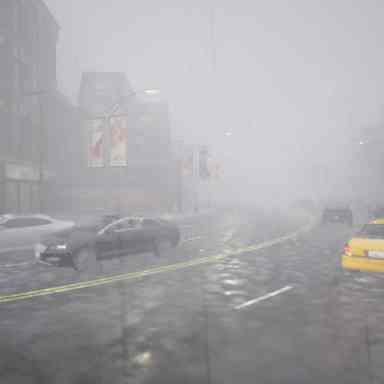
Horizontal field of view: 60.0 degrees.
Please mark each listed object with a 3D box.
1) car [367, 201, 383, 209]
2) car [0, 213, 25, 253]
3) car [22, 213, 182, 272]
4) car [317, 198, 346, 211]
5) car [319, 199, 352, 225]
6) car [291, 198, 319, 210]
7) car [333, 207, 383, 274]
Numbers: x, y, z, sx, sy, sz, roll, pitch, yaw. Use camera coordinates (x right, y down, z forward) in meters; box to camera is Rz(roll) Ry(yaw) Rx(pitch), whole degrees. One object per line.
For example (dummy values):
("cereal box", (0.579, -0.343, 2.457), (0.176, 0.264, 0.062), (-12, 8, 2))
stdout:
("car", (14.702, 1.494, 25.468), (1.837, 1.490, 4.892), (0, 0, 20))
("car", (-6.473, 1.512, 12.012), (4.674, 1.442, 1.812), (0, 0, -41))
("car", (-2.529, 1.481, 10.931), (4.902, 1.511, 2.128), (0, 0, -44))
("car", (17.585, 1.542, 42.217), (1.994, 1.385, 4.181), (0, 0, 1))
("car", (10.363, 1.466, 23.843), (1.882, 1.535, 5.008), (0, 0, 23))
("car", (14.131, 1.480, 42.728), (1.837, 1.490, 4.892), (0, 0, 1))
("car", (5.982, 1.452, 9.789), (1.801, 1.575, 5.366), (0, 0, 40))
